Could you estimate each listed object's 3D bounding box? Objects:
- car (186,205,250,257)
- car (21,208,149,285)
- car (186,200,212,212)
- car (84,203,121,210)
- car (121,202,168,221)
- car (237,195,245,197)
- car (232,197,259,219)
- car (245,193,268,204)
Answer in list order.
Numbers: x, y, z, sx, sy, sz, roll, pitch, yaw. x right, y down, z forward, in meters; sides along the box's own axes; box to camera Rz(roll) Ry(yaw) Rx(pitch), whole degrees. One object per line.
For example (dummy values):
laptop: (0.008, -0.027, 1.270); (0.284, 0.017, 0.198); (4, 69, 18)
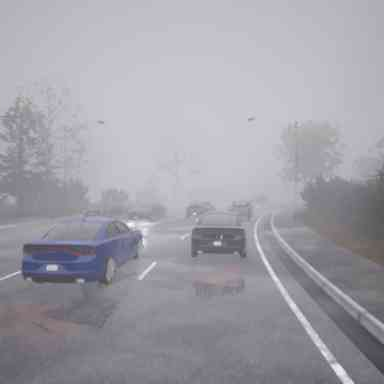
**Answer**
car: (1.114, 1.478, 12.998); (1.882, 1.535, 5.008); (0, 0, 7)
car: (-2.780, 1.465, 9.578); (1.882, 1.535, 5.008); (0, 0, 5)
car: (0.858, 1.496, 29.366); (1.837, 1.490, 4.892); (0, 0, 15)
car: (-7.054, 1.557, 27.619); (1.895, 1.301, 4.718); (0, 0, 14)
car: (-3.540, 1.520, 27.322); (2.033, 1.411, 5.357); (0, 0, 14)
car: (9.906, 1.346, 66.342); (2.097, 1.767, 4.553); (0, 0, 33)
car: (4.387, 1.499, 29.026); (2.128, 1.511, 4.902); (0, 0, 15)
car: (12.975, 1.237, 64.622); (2.150, 2.045, 5.566); (0, 0, 33)
